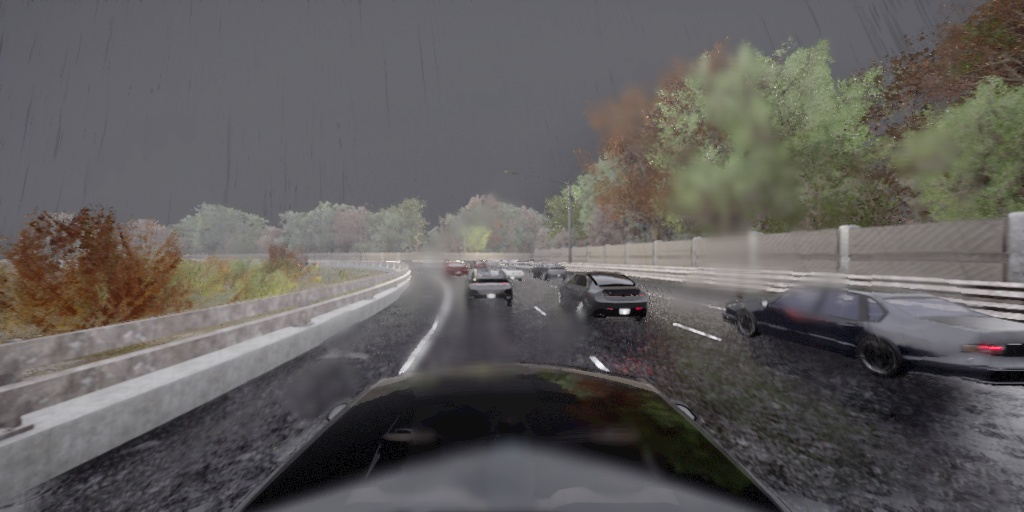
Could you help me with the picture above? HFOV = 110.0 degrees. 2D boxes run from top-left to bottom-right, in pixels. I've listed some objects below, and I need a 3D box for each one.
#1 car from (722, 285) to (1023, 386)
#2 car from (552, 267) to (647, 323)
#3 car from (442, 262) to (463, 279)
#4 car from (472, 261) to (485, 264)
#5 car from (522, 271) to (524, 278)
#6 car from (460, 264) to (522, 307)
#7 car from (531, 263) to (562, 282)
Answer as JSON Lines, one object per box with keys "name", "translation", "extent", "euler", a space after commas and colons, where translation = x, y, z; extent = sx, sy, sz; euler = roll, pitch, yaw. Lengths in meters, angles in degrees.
{"name": "car", "translation": [6.810, 1.307, 7.306], "extent": [2.033, 1.411, 5.357], "euler": [0, 0, -4]}
{"name": "car", "translation": [2.869, 1.282, 12.292], "extent": [1.837, 1.490, 4.892], "euler": [0, 0, -6]}
{"name": "car", "translation": [-5.546, 1.327, 34.472], "extent": [1.882, 1.535, 5.008], "euler": [0, 0, -18]}
{"name": "car", "translation": [-5.208, 1.436, 55.525], "extent": [1.812, 1.442, 4.674], "euler": [0, 0, -18]}
{"name": "car", "translation": [-0.557, 1.433, 30.219], "extent": [1.895, 1.301, 4.718], "euler": [0, 0, -16]}
{"name": "car", "translation": [-1.117, 1.283, 15.827], "extent": [2.128, 1.511, 4.902], "euler": [0, 0, -8]}
{"name": "car", "translation": [3.020, 1.321, 30.284], "extent": [2.128, 1.511, 4.902], "euler": [0, 0, -15]}
